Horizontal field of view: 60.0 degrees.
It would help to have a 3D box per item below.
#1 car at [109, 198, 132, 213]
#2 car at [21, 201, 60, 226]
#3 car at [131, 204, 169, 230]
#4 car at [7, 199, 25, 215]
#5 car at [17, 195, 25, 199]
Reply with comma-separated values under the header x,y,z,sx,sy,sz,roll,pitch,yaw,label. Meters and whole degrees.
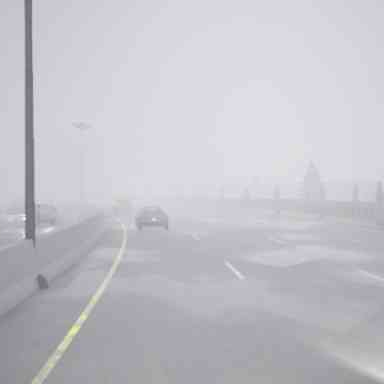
x,y,z,sx,sy,sz,roll,pitch,yaw,label
-8.194,1.468,38.248,2.097,1.767,4.553,0,0,-23,car
-10.740,1.640,24.158,1.812,1.442,4.674,0,0,-16,car
-2.722,1.617,21.865,1.994,1.385,4.181,0,0,-13,car
-19.455,1.779,37.288,1.994,1.385,4.181,0,0,-26,car
-29.863,1.586,59.695,2.150,2.045,5.566,0,0,-40,car
